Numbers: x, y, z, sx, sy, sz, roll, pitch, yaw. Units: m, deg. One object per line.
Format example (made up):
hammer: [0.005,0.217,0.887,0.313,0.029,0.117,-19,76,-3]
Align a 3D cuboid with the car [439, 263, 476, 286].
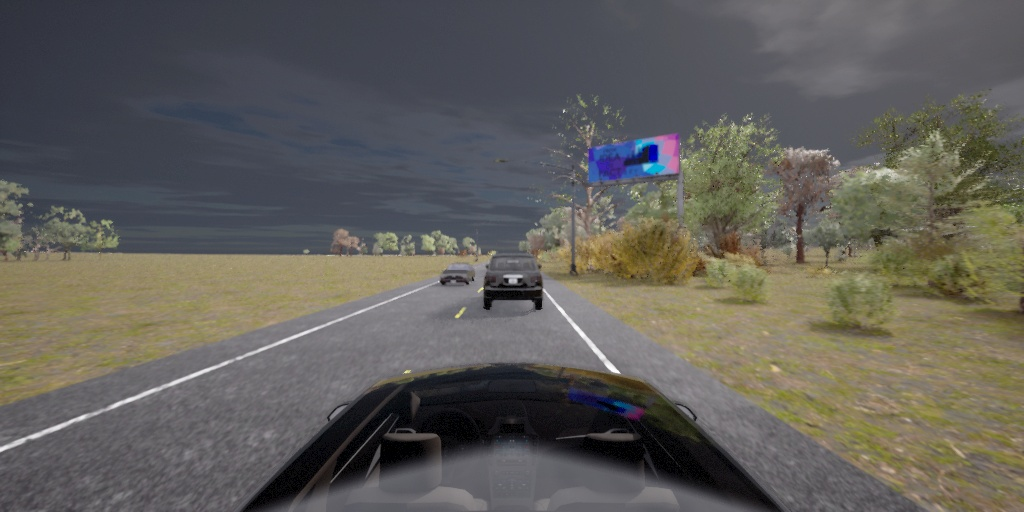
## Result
car: [-3.520,1.161,24.276,2.033,1.411,5.357,0,0,0]

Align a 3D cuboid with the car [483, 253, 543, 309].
car: [0.058,0.895,14.625,2.150,2.045,5.566,0,1,0]
